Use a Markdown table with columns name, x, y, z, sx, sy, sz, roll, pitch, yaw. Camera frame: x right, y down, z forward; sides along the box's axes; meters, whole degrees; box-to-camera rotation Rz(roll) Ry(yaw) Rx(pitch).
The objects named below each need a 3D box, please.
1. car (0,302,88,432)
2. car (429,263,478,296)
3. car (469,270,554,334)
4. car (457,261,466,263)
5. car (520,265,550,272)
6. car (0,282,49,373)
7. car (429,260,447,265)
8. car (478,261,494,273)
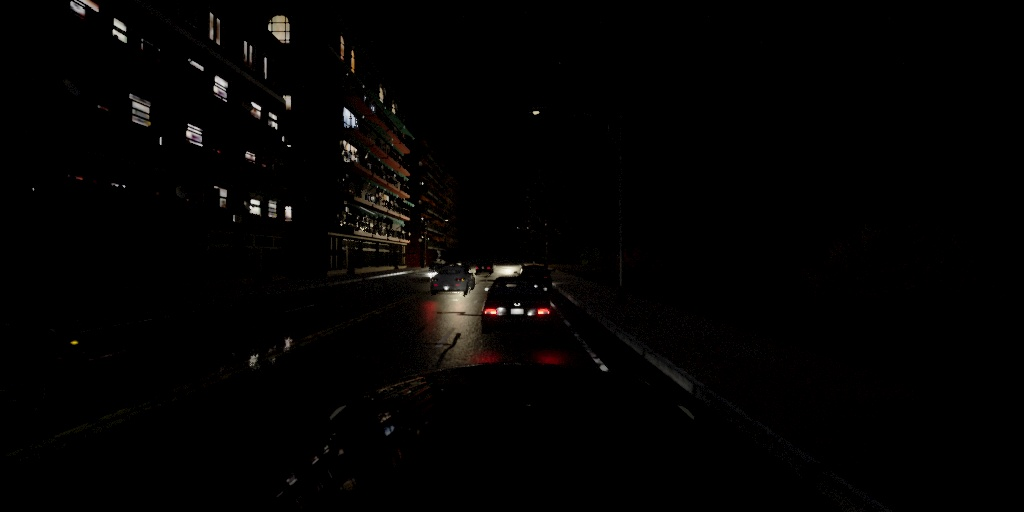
| name | x | y | z | sx | sy | sz | roll | pitch | yaw |
| --- | --- | --- | --- | --- | --- | --- | --- | --- | --- |
| car | -6.601 | 1.276 | 2.850 | 1.812 | 1.442 | 4.674 | 0 | 0 | 0 |
| car | -3.115 | 1.277 | 19.362 | 1.812 | 1.442 | 4.674 | 0 | 0 | 0 |
| car | 0.120 | 1.299 | 10.595 | 2.033 | 1.411 | 5.357 | 0 | 0 | 0 |
| car | -6.502 | 1.315 | 46.098 | 1.994 | 1.385 | 4.181 | 0 | 0 | 0 |
| car | 1.177 | 1.257 | 20.283 | 1.837 | 1.490 | 4.892 | 0 | 0 | 0 |
| car | -9.846 | 1.242 | 4.353 | 2.128 | 1.511 | 4.902 | 0 | 0 | 0 |
| car | -9.748 | 1.242 | 47.723 | 2.128 | 1.511 | 4.902 | 0 | 0 | 0 |
| car | -3.063 | 1.299 | 40.303 | 2.033 | 1.411 | 5.357 | 0 | 0 | 0 |
